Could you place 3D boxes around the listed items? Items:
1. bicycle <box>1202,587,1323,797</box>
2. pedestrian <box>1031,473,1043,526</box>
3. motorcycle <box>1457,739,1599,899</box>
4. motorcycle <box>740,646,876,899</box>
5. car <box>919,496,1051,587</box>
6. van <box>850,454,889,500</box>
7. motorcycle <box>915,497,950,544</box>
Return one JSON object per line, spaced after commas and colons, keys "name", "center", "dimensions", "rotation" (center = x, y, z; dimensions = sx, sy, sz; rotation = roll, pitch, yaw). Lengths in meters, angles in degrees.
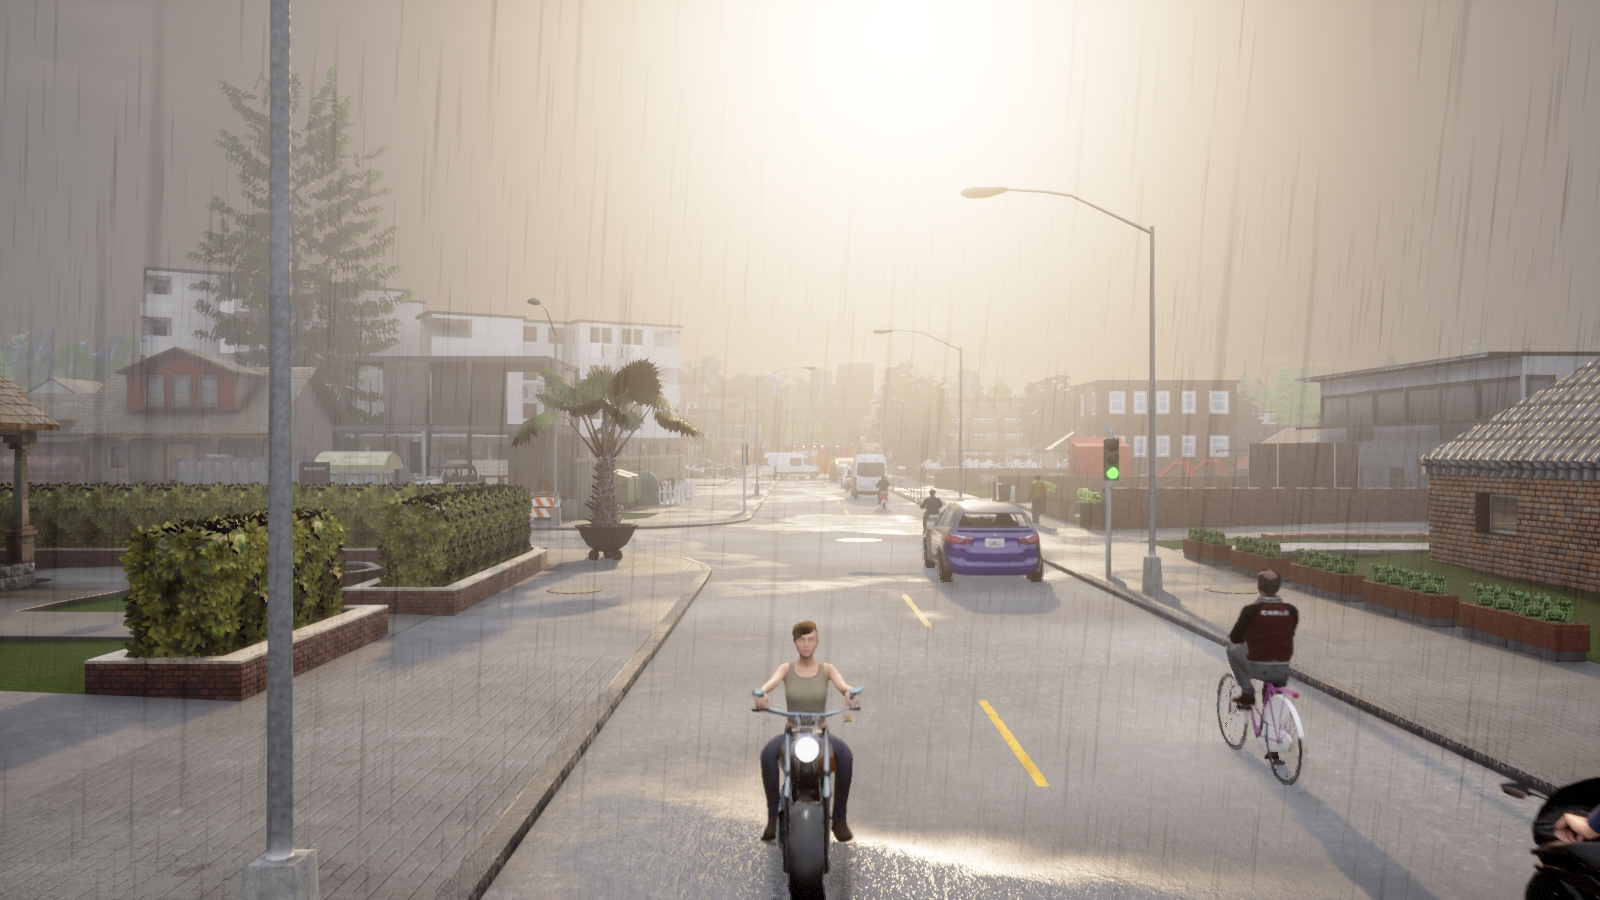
{"name": "bicycle", "center": [4.044, 2.060, 10.116], "dimensions": [0.329, 1.471, 1.835], "rotation": [0, 0, 0]}
{"name": "pedestrian", "center": [8.385, 1.744, 40.503], "dimensions": [0.375, 1.860, 0.375], "rotation": [0, 0, 5]}
{"name": "motorcycle", "center": [4.002, 2.186, 5.254], "dimensions": [0.803, 1.199, 2.033], "rotation": [0, 0, 0]}
{"name": "motorcycle", "center": [0.051, 2.155, 7.579], "dimensions": [0.764, 1.307, 2.356], "rotation": [0, 0, 0]}
{"name": "car", "center": [4.029, 1.968, 25.731], "dimensions": [2.242, 1.667, 4.611], "rotation": [0, 0, 0]}
{"name": "van", "center": [4.024, 1.534, 67.239], "dimensions": [1.988, 2.561, 5.915], "rotation": [0, 0, 1]}
{"name": "motorcycle", "center": [4.027, 2.142, 34.953], "dimensions": [0.856, 1.316, 1.805], "rotation": [0, 0, 0]}
